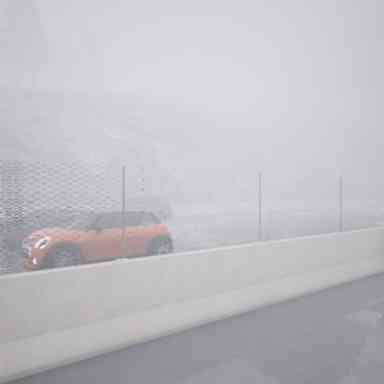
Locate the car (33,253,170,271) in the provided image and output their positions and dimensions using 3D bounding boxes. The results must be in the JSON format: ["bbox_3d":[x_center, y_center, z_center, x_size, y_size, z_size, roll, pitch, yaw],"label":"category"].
[{"bbox_3d":[-2.888,1.352,10.528,4.553,1.767,2.097,0,0,-35],"label":"car"}]
